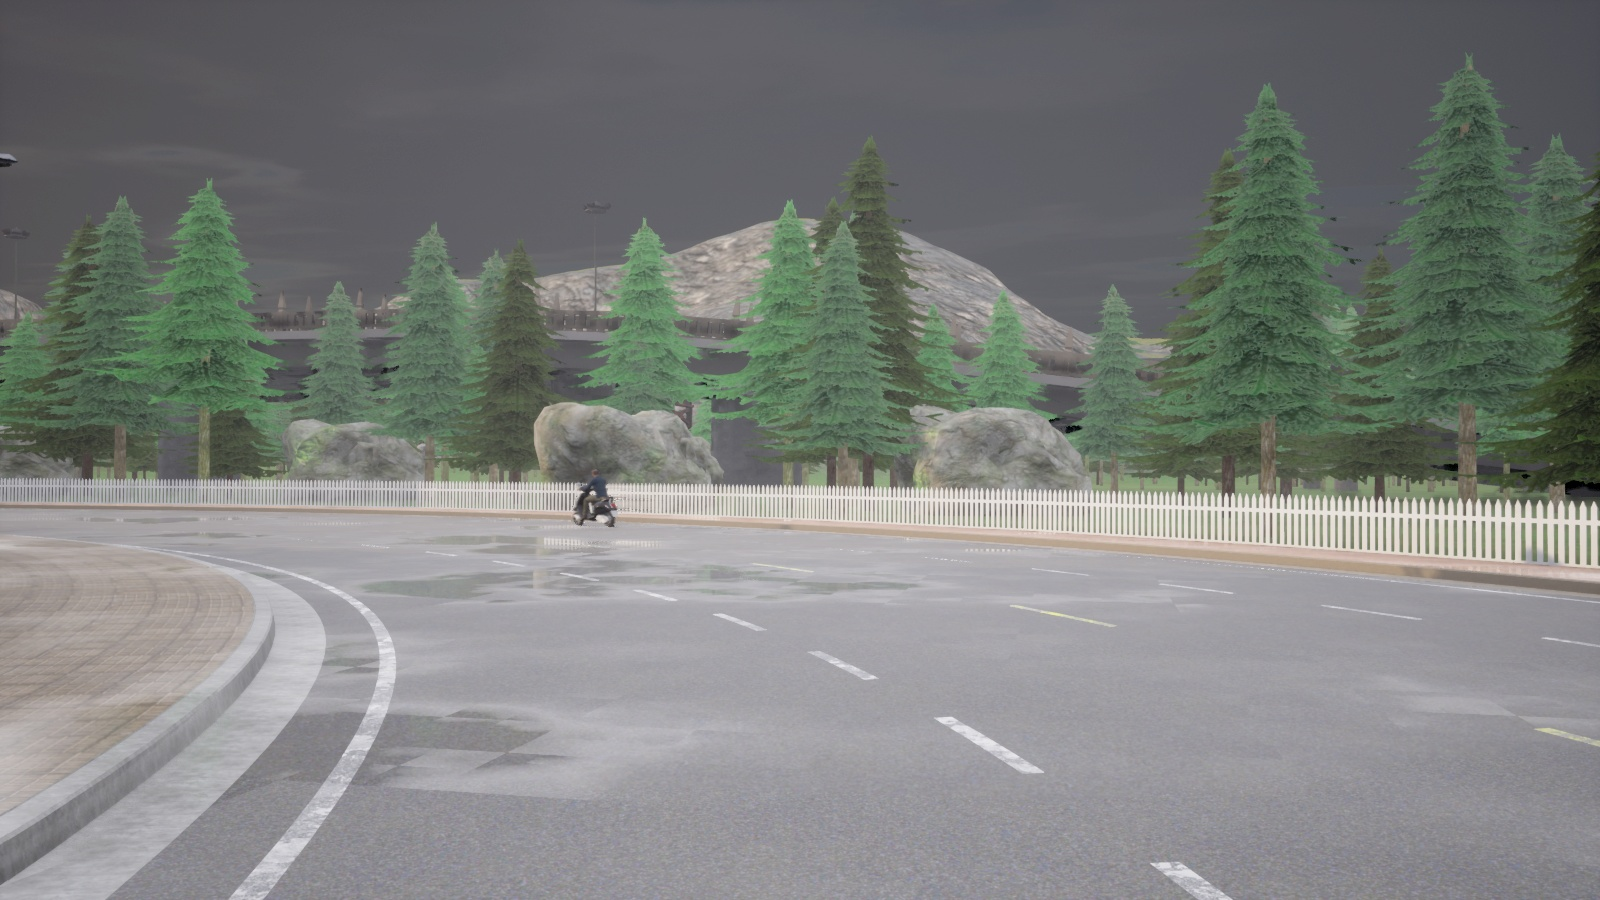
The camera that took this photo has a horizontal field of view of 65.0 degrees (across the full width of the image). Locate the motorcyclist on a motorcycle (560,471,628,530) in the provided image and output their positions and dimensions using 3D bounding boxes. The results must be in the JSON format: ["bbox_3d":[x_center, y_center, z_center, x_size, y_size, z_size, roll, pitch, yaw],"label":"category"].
[{"bbox_3d":[-5.683,1.370,34.596,1.817,1.590,0.866,-1,-1,41],"label":"motorcyclist on a motorcycle"}]
